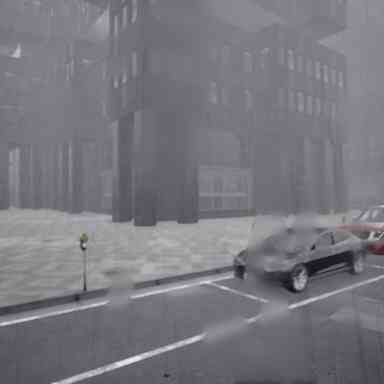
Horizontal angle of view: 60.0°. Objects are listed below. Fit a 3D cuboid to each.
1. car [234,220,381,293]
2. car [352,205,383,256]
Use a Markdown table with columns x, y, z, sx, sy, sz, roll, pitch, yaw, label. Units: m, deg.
| x | y | z | sx | sy | sz | roll | pitch | yaw | label |
| --- | --- | --- | --- | --- | --- | --- | --- | --- | --- |
| 3.086 | 1.639 | 9.080 | 4.313 | 1.339 | 1.947 | 0 | -1 | -37 | car |
| 7.408 | 1.409 | 12.363 | 5.009 | 1.841 | 2.192 | 0 | -1 | -37 | car |
